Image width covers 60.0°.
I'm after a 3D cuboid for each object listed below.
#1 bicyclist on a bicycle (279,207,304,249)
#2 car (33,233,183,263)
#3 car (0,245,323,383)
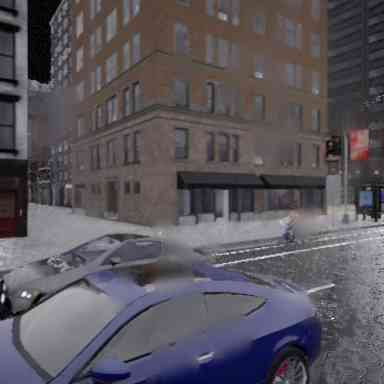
[{"bbox_3d":[3.895,1.395,13.019,1.509,1.612,0.866,0,0,-35],"label":"bicyclist on a bicycle"},{"bbox_3d":[-1.470,1.555,6.626,4.181,1.385,1.994,0,0,-36],"label":"car"},{"bbox_3d":[-0.605,1.521,3.270,4.674,1.442,1.812,0,0,-35],"label":"car"}]
